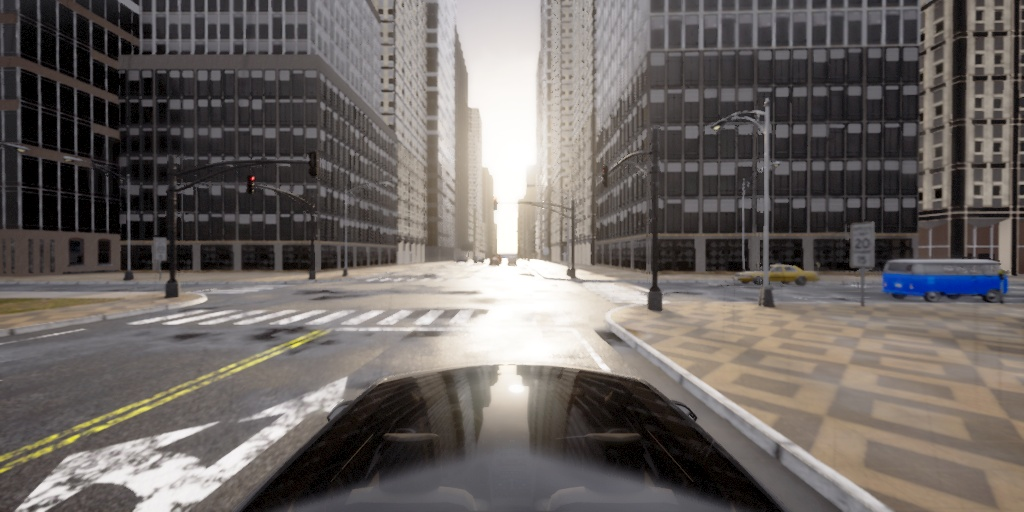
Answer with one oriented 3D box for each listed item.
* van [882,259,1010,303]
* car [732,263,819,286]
[{"bbox_3d":[18.368,1.033,15.269,3.998,1.789,1.690,0,0,2],"label":"van"},{"bbox_3d":[17.104,1.156,23.442,4.829,1.417,1.751,0,0,2],"label":"car"}]
